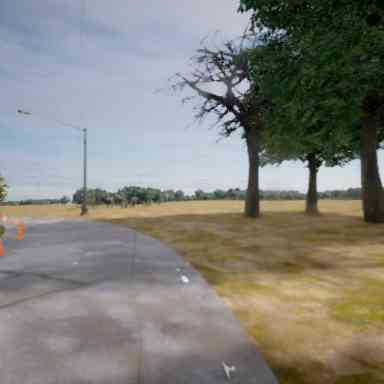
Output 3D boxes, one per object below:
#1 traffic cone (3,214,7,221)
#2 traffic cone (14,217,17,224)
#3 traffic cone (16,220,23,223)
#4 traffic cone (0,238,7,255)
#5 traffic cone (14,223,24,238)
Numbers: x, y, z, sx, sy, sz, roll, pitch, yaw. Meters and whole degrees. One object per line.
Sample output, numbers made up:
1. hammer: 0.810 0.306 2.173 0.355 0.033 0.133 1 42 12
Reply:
1. traffic cone: -15.929 2.208 28.352 0.340 0.580 0.340 2 -2 -41
2. traffic cone: -13.034 2.102 24.626 0.340 0.580 0.340 1 -2 -35
3. traffic cone: -10.543 2.021 20.617 0.340 0.580 0.340 1 -1 -29
4. traffic cone: -6.878 1.951 11.930 0.340 0.580 0.340 0 0 -17
5. traffic cone: -8.484 1.970 16.369 0.340 0.580 0.340 1 -1 -23
